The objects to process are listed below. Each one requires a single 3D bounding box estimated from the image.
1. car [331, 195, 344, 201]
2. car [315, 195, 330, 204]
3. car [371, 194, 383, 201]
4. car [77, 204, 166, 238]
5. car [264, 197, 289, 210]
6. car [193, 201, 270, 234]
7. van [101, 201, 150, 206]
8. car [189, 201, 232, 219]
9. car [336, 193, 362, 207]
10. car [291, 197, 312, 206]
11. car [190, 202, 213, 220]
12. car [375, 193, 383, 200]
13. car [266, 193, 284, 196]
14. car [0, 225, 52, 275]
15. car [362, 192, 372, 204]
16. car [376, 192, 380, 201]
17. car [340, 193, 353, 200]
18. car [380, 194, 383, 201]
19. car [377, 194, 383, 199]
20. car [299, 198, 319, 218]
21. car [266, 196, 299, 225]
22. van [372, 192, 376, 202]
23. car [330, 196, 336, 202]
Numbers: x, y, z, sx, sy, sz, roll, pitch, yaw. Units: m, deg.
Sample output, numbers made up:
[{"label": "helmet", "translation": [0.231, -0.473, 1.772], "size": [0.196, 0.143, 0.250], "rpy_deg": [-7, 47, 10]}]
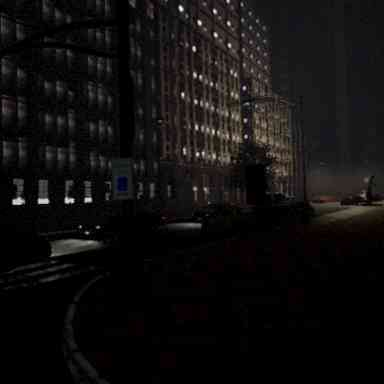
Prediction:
[{"label": "car", "translation": [33.901, 1.435, 77.425], "size": [1.887, 1.381, 4.507], "rpy_deg": [-2, -1, 35]}, {"label": "car", "translation": [24.314, 1.395, 63.650], "size": [1.967, 1.590, 4.097], "rpy_deg": [-2, -1, 35]}, {"label": "car", "translation": [40.602, 1.144, 72.761], "size": [1.947, 1.339, 4.313], "rpy_deg": [-2, -1, 35]}, {"label": "car", "translation": [-3.730, 1.642, 18.767], "size": [2.033, 1.411, 5.357], "rpy_deg": [-3, -1, 35]}, {"label": "car", "translation": [11.537, 1.489, 45.281], "size": [1.967, 1.590, 4.097], "rpy_deg": [-2, -1, 35]}, {"label": "car", "translation": [2.313, 1.399, 17.970], "size": [1.752, 1.417, 4.829], "rpy_deg": [-2, -1, 35]}, {"label": "van", "translation": [-4.437, 1.522, 22.321], "size": [1.690, 1.788, 3.998], "rpy_deg": [-2, -1, 35]}, {"label": "car", "translation": [1.860, 1.652, 31.363], "size": [1.752, 1.417, 4.829], "rpy_deg": [-2, -1, 35]}, {"label": "car", "translation": [21.456, 1.242, 45.470], "size": [1.752, 1.417, 4.829], "rpy_deg": [-2, -1, 35]}, {"label": "car", "translation": [17.929, 1.551, 54.464], "size": [2.008, 1.369, 4.403], "rpy_deg": [-2, -1, 35]}, {"label": "car", "translation": [2.039, 1.592, 27.058], "size": [2.033, 1.411, 5.357], "rpy_deg": [-3, -1, 35]}, {"label": "car", "translation": [43.887, 1.083, 77.486], "size": [1.752, 1.417, 4.829], "rpy_deg": [-2, -1, 35]}, {"label": "car", "translation": [7.123, 1.131, 29.262], "size": [2.150, 2.045, 5.566], "rpy_deg": [-3, -1, 35]}, {"label": "car", "translation": [-5.777, 1.617, 9.440], "size": [1.994, 1.385, 4.181], "rpy_deg": [-3, 0, 3]}, {"label": "car", "translation": [27.740, 1.110, 54.497], "size": [1.967, 1.590, 4.097], "rpy_deg": [-2, -1, 35]}, {"label": "car", "translation": [34.161, 1.064, 63.636], "size": [1.967, 1.590, 4.097], "rpy_deg": [-2, -1, 35]}, {"label": "car", "translation": [40.283, 1.165, 86.613], "size": [2.192, 1.841, 5.009], "rpy_deg": [-2, -1, 35]}, {"label": "car", "translation": [37.369, 0.916, 68.207], "size": [2.192, 1.841, 5.009], "rpy_deg": [-2, -1, 35]}, {"label": "car", "translation": [46.980, 1.089, 81.930], "size": [2.008, 1.369, 4.403], "rpy_deg": [-2, -1, 35]}, {"label": "car", "translation": [8.595, 1.401, 26.999], "size": [1.802, 1.307, 4.206], "rpy_deg": [-2, -1, 35]}, {"label": "car", "translation": [5.402, 1.287, 22.416], "size": [1.967, 1.590, 4.097], "rpy_deg": [-2, -1, 35]}, {"label": "van", "translation": [30.953, 0.988, 59.063], "size": [1.690, 1.788, 3.998], "rpy_deg": [-2, -1, 35]}, {"label": "car", "translation": [27.512, 1.477, 68.241], "size": [1.887, 1.381, 4.507], "rpy_deg": [-2, -1, 35]}]
